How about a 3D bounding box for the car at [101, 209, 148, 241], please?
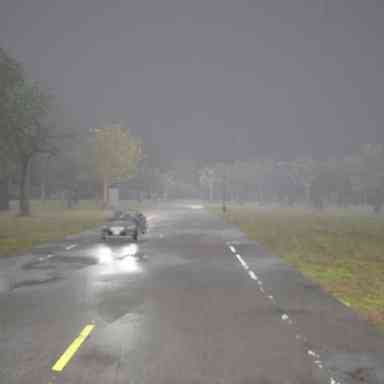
[{"bbox_3d":[-3.585,1.716,18.279,2.128,1.511,4.902,1,-1,0],"label":"car"}]
